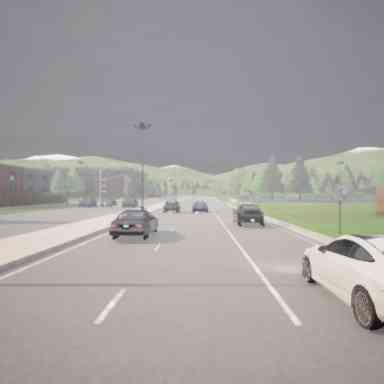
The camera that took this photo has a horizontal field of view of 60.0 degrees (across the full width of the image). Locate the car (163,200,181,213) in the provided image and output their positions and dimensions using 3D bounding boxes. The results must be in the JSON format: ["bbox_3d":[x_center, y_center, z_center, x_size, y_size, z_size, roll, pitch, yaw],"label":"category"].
[{"bbox_3d":[-2.449,1.760,41.392,2.128,1.511,4.902,0,-1,1],"label":"car"}]

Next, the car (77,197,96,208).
[{"bbox_3d":[-17.230,1.695,54.879,2.097,1.767,4.553,0,0,2],"label":"car"}]

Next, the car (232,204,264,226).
[{"bbox_3d":[4.155,1.673,24.885,1.837,1.490,4.892,0,0,1],"label":"car"}]

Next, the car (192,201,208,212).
[{"bbox_3d":[1.060,1.843,42.425,1.994,1.385,4.181,0,-1,3],"label":"car"}]

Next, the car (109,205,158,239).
[{"bbox_3d":[-3.014,1.664,18.049,2.033,1.411,5.357,0,0,1],"label":"car"}]

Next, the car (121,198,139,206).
[{"bbox_3d":[-10.220,1.712,55.063,2.097,1.767,4.553,0,0,1],"label":"car"}]

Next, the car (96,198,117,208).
[{"bbox_3d":[-13.720,1.791,55.117,2.128,1.511,4.902,0,0,1],"label":"car"}]

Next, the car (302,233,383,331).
[{"bbox_3d":[3.759,1.575,6.830,1.812,1.442,4.674,0,0,1],"label":"car"}]
